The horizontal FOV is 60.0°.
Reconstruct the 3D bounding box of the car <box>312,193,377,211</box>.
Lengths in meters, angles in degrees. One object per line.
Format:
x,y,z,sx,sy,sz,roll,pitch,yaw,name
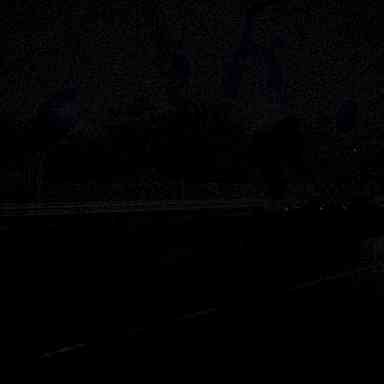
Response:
11.994,1.111,25.446,5.566,2.045,2.150,0,0,-35,car

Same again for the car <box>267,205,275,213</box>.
9.726,1.426,32.427,5.357,1.411,2.033,0,0,-35,car

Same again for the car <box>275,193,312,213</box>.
9.959,1.111,28.294,5.566,2.045,2.150,0,0,-35,car
